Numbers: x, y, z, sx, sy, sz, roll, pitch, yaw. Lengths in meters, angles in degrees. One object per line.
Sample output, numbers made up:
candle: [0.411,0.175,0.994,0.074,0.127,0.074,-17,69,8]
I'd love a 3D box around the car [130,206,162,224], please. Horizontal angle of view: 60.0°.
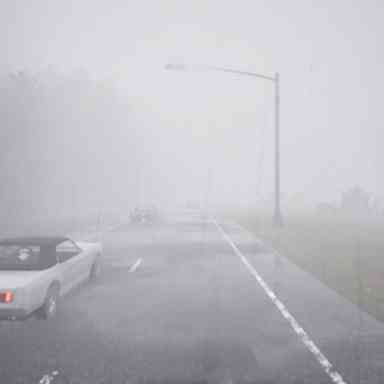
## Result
car: [-3.385,1.681,25.391,1.895,1.301,4.718,0,0,0]

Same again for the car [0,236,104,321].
car: [-3.396,1.624,7.285,1.895,1.301,4.718,0,0,0]

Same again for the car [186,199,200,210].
car: [0.130,1.710,45.728,1.994,1.385,4.181,0,0,0]

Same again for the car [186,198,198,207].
car: [0.037,1.785,57.279,1.895,1.301,4.718,0,0,0]
